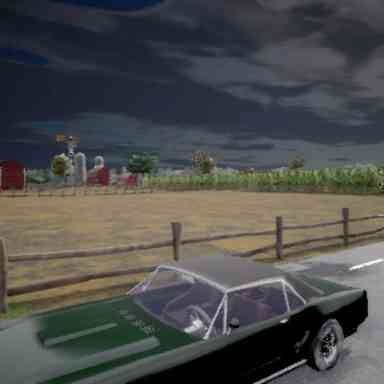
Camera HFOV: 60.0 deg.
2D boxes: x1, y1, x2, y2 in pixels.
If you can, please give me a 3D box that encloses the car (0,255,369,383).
[{"bbox_3d":[0.066,1.576,4.033,4.718,1.301,1.895,-1,0,-35],"label":"car"}]
